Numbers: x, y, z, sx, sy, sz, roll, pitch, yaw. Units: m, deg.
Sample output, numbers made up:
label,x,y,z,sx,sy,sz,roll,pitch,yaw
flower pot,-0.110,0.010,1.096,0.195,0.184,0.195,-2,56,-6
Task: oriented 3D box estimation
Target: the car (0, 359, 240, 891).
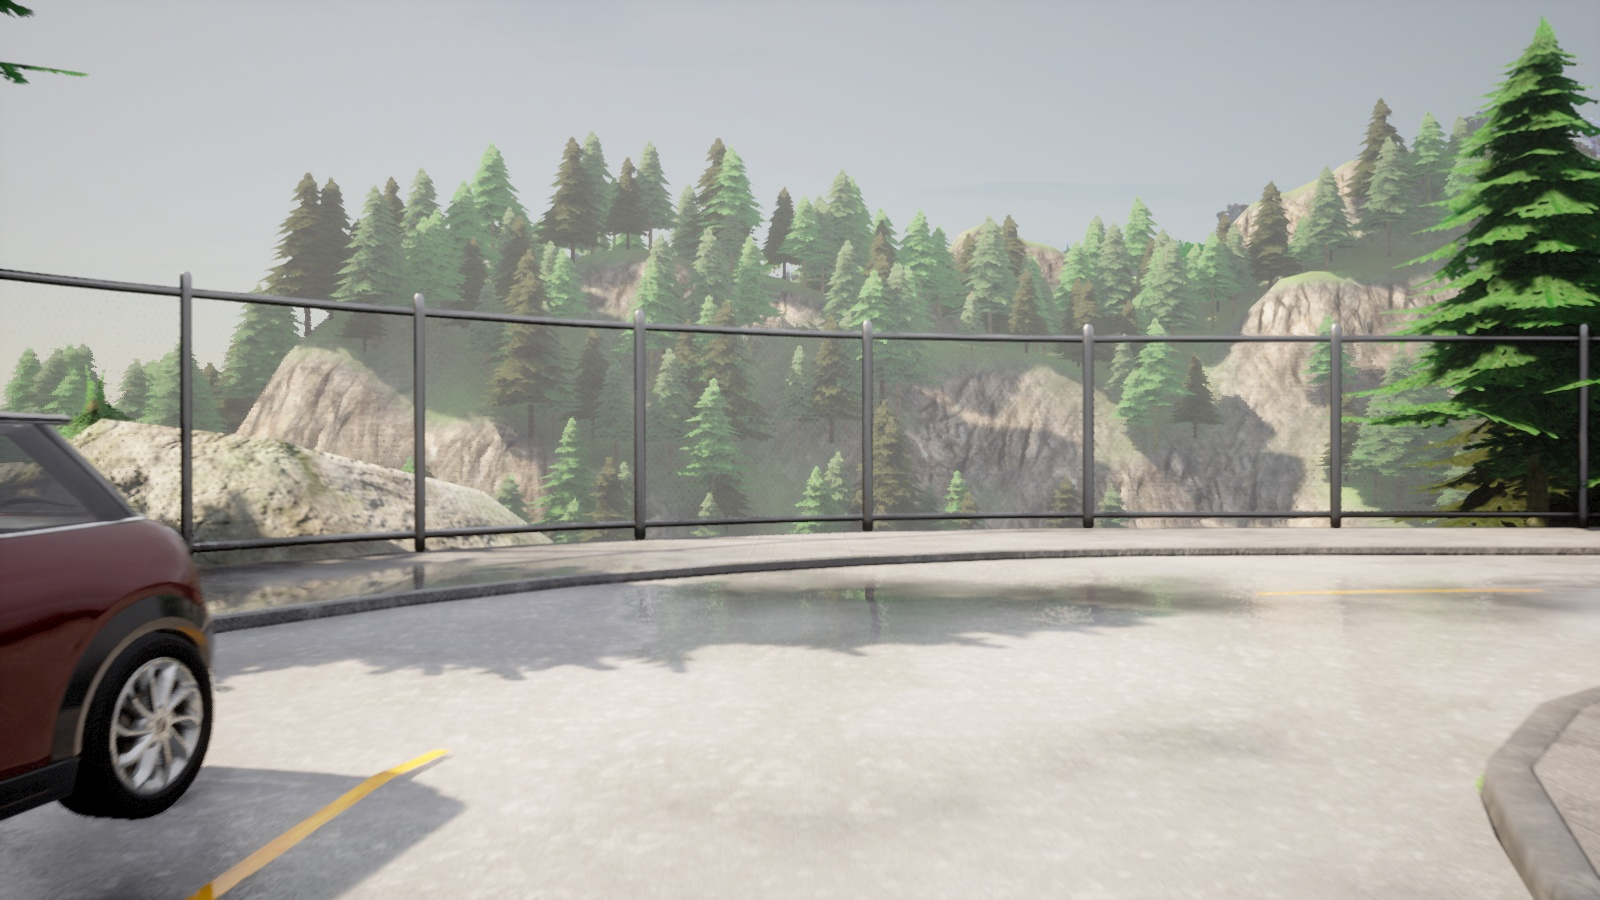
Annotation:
label,x,y,z,sx,sy,sz,roll,pitch,yaw
car,-3.853,0.583,3.402,2.097,1.767,4.553,0,0,10
